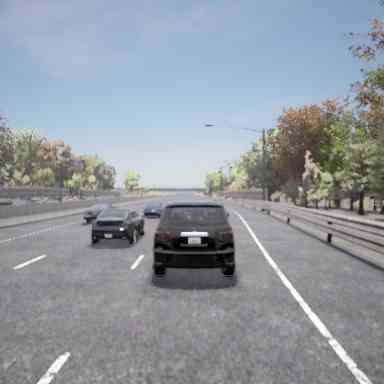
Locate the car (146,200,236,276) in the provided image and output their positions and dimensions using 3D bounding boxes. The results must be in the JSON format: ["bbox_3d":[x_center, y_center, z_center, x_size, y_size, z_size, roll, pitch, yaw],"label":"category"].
[{"bbox_3d":[0.060,1.251,10.587,2.150,2.045,5.566,0,0,0],"label":"car"}]

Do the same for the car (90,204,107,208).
[{"bbox_3d":[-6.968,1.624,26.266,2.033,1.411,5.357,0,0,0],"label":"car"}]

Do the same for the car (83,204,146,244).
[{"bbox_3d":[-3.438,1.550,16.083,1.837,1.490,4.892,0,0,0],"label":"car"}]

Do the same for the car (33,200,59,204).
[{"bbox_3d":[-17.671,1.696,41.854,1.994,1.385,4.181,0,0,0],"label":"car"}]

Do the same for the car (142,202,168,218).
[{"bbox_3d":[-3.468,1.657,31.876,1.994,1.385,4.181,0,0,0],"label":"car"}]

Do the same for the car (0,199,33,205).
[{"bbox_3d":[-21.172,1.680,41.665,2.033,1.411,5.357,0,0,0],"label":"car"}]

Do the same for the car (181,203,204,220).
[{"bbox_3d":[0.034,1.686,29.697,1.895,1.301,4.718,0,0,0],"label":"car"}]
